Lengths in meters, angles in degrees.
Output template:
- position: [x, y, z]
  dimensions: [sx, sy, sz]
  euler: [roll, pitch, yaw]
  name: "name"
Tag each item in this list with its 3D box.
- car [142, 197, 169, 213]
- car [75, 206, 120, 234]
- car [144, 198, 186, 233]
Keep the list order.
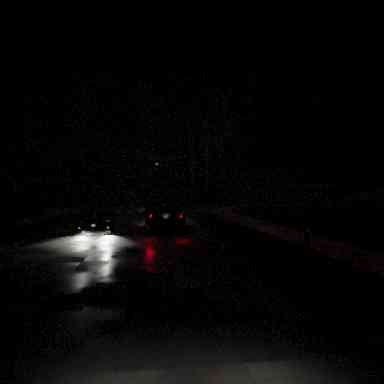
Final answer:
- position: [-4.013, 1.338, 35.865]
  dimensions: [2.033, 1.411, 5.357]
  euler: [0, 2, -15]
  name: "car"
- position: [-5.197, 1.483, 18.749]
  dimensions: [1.994, 1.385, 4.181]
  euler: [0, 0, -7]
  name: "car"
- position: [-1.562, 1.261, 19.017]
  dimensions: [2.097, 1.767, 4.553]
  euler: [0, 0, -7]
  name: "car"
